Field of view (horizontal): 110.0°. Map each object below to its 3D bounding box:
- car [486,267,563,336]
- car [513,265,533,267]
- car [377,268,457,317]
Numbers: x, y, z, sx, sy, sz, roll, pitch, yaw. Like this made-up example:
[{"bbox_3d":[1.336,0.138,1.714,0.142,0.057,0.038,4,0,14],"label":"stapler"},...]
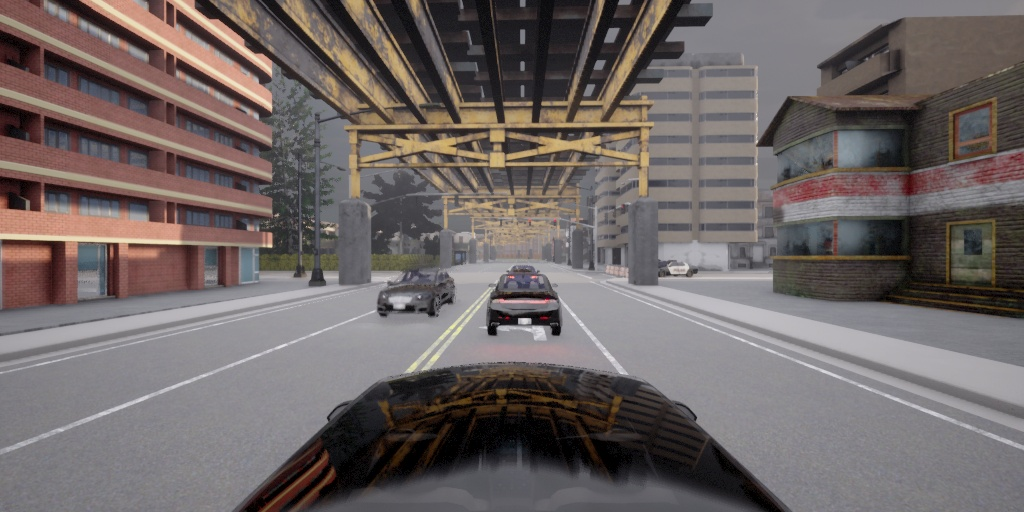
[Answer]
[{"bbox_3d":[0.328,1.232,10.388,2.128,1.511,4.902,0,0,1],"label":"car"},{"bbox_3d":[0.627,1.240,20.656,1.812,1.442,4.674,0,0,2],"label":"car"},{"bbox_3d":[-3.280,1.226,13.131,2.128,1.511,4.902,0,0,2],"label":"car"}]
